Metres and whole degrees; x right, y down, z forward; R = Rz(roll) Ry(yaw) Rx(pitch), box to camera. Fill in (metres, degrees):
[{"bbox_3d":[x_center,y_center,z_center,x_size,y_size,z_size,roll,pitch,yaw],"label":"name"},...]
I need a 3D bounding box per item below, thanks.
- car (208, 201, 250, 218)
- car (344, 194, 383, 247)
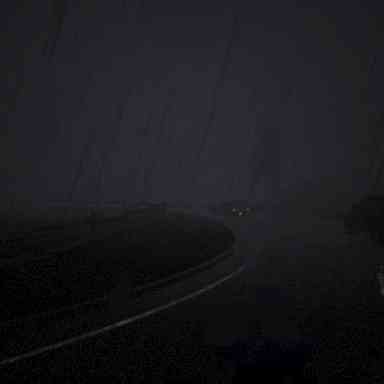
[{"bbox_3d":[3.123,1.476,29.214,1.895,1.301,4.718,0,0,-22],"label":"car"},{"bbox_3d":[8.538,1.122,14.566,2.150,2.045,5.566,0,0,9],"label":"car"}]
